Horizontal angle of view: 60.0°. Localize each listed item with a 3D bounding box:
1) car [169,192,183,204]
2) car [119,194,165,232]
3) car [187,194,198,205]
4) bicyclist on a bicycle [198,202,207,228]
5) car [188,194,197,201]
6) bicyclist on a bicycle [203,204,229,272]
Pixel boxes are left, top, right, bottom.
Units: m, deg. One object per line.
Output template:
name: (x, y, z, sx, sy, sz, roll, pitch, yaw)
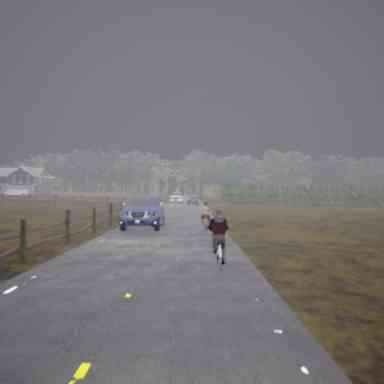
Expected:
car: (-2.752, 1.044, 59.263, 2.150, 2.045, 5.566, 0, 0, 1)
car: (-2.836, 1.172, 20.085, 2.150, 2.045, 5.566, 0, 0, 0)
car: (0.140, 1.329, 56.009, 2.128, 1.511, 4.902, 0, 0, 0)
bicyclist on a bicycle: (0.767, 1.388, 18.985, 0.866, 1.612, 1.509, 0, 0, 0)
car: (0.052, 1.260, 73.755, 1.837, 1.490, 4.892, 0, 0, 0)
bicyclist on a bicycle: (0.766, 1.345, 9.741, 0.659, 1.776, 1.843, 0, 0, 0)
